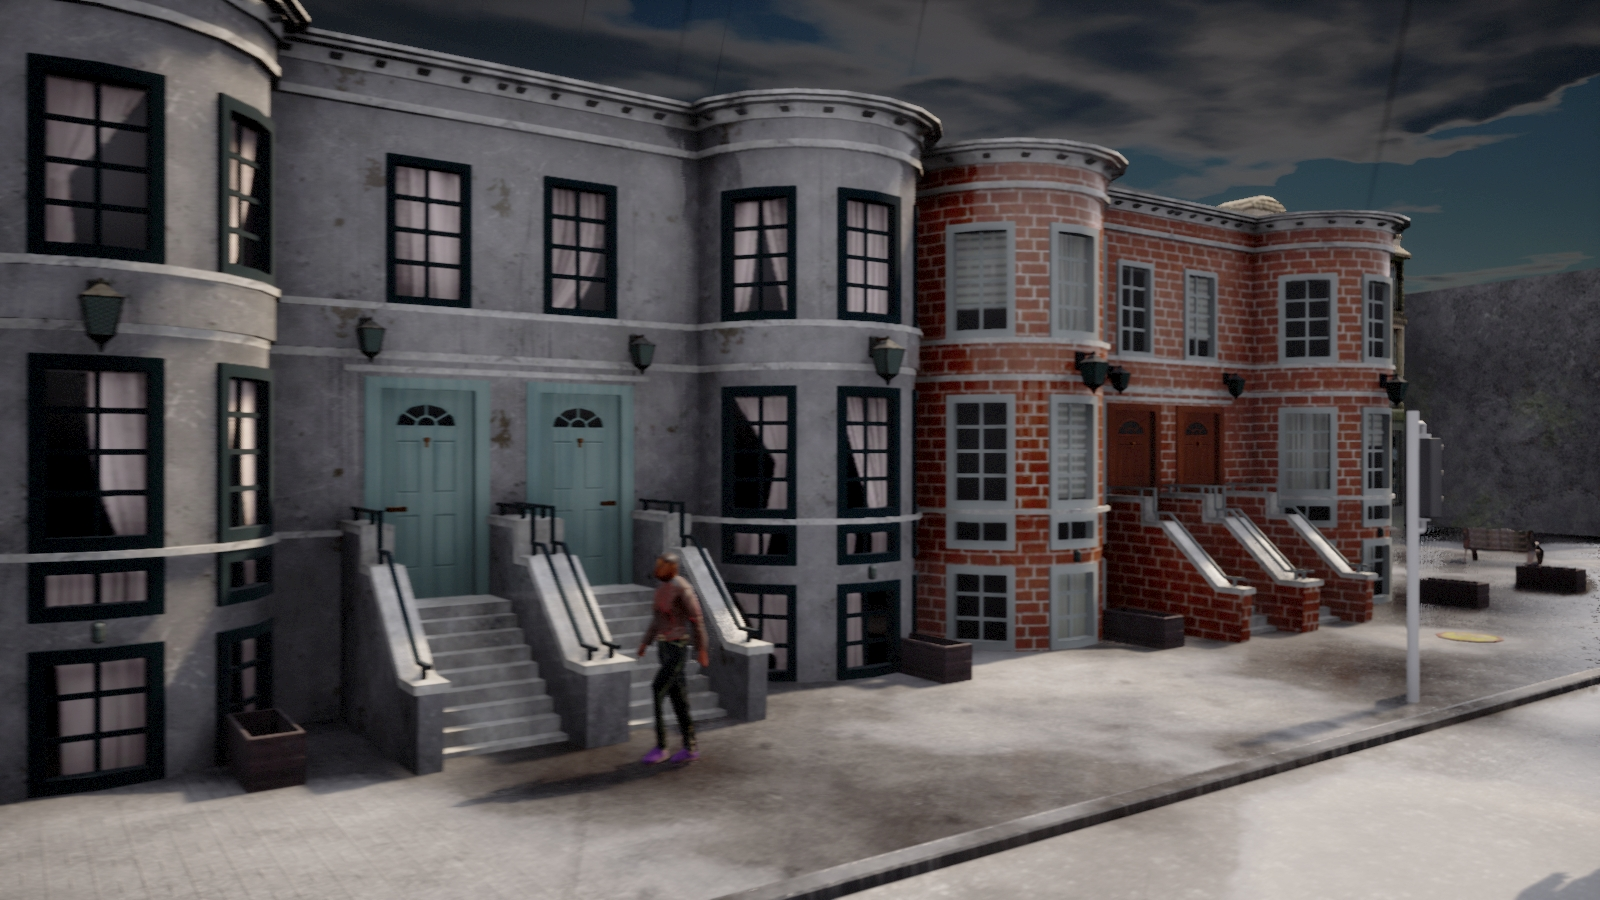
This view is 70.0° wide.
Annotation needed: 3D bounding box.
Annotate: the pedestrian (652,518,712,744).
[{"bbox_3d":[-1.009,1.524,9.789,0.375,1.860,0.375,0,0,-35],"label":"pedestrian"}]
